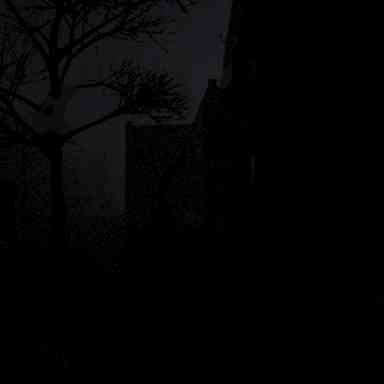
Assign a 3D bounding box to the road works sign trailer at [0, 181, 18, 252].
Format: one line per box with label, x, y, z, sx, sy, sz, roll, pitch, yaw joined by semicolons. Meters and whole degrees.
road works sign trailer;-7.729;0.942;10.845;3.560;2.380;2.880;-4;2;-9
